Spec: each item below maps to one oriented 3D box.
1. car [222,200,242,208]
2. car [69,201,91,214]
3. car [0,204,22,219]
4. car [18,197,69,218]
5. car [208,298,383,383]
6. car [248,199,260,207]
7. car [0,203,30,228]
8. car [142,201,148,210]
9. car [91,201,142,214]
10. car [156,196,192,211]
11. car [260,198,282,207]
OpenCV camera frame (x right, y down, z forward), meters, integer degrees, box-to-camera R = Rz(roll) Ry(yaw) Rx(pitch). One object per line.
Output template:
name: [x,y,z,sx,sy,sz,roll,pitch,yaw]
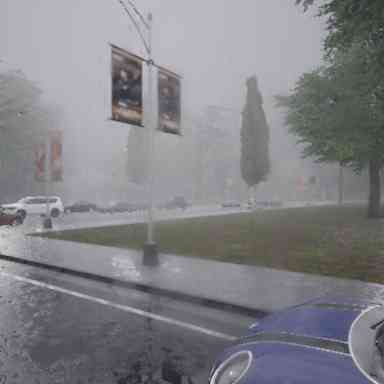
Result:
car: [6.675,1.990,55.796,1.994,1.385,4.181,0,-1,35]
car: [-13.505,1.757,38.661,1.882,1.535,5.008,0,0,35]
car: [-18.746,1.835,31.182,1.895,1.301,4.718,0,0,35]
car: [-14.819,1.455,31.136,2.150,2.045,5.566,0,0,34]
car: [2.277,1.350,2.063,4.553,1.767,2.097,0,0,35]
car: [12.383,2.011,63.939,2.128,1.511,4.902,0,-1,35]
car: [-13.345,1.697,21.574,1.812,1.442,4.674,-1,-1,23]
car: [-7.816,1.899,46.775,1.994,1.385,4.181,0,0,35]
car: [-8.847,1.834,39.646,2.033,1.411,5.357,0,0,35]
car: [-2.851,1.570,48.194,2.150,2.045,5.566,0,-1,36]
car: [15.084,1.860,62.136,2.097,1.767,4.553,0,-1,35]
